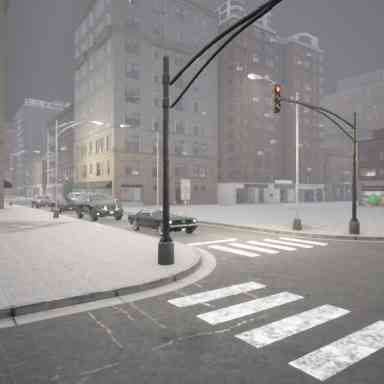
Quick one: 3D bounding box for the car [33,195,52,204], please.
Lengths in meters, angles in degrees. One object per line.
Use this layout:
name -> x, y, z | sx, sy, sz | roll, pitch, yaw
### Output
car -> -25.467, 1.269, 56.518 | 2.033, 1.411, 5.357 | 0, 0, -35

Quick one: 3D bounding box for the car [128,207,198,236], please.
car -> -1.695, 1.527, 18.129 | 1.895, 1.301, 4.718 | 0, 0, -36

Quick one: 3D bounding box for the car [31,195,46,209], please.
car -> -19.118, 1.139, 42.622 | 2.097, 1.767, 4.553 | 0, 0, -35

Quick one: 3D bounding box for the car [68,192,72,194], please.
car -> -14.139, 1.029, 40.646 | 2.150, 2.045, 5.566 | 0, 0, -36

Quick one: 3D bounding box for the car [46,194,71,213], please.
car -> -13.213, 1.311, 34.287 | 1.882, 1.535, 5.008 | 0, 0, -36

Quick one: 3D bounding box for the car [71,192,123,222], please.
car -> -7.341, 1.102, 26.032 | 2.150, 2.045, 5.566 | 0, 0, -35
